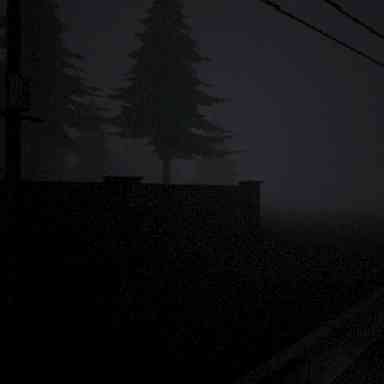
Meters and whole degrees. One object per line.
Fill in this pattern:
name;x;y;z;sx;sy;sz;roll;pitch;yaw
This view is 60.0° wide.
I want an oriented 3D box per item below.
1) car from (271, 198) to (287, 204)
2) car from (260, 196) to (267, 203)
car;17.791;1.818;68.391;1.994;1.385;4.181;0;0;-10
car;15.915;1.771;78.136;1.837;1.490;4.892;0;0;-10
